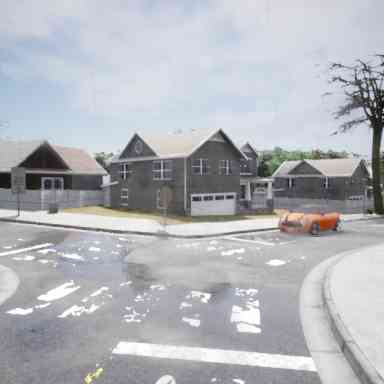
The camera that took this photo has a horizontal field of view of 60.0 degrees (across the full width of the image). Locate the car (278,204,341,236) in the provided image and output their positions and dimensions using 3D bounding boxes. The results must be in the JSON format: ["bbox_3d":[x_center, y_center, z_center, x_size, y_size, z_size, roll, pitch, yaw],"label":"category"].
[{"bbox_3d":[7.111,1.539,19.983,4.553,1.767,2.097,2,0,-44],"label":"car"}]
